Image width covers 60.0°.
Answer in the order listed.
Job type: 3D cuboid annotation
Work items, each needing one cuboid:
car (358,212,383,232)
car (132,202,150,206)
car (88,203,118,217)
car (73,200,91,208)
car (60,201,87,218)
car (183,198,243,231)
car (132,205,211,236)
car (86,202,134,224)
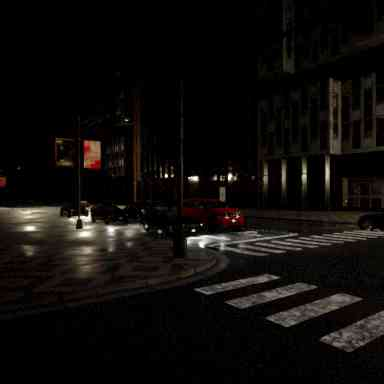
[{"bbox_3d":[12.056,1.543,18.857,1.882,1.535,5.008,0,-1,-36],"label":"car"},{"bbox_3d":[-4.635,1.716,30.653,2.097,1.767,4.553,0,-1,-36],"label":"car"},{"bbox_3d":[-10.421,2.024,38.736,1.812,1.442,4.674,0,-1,-35],"label":"car"},{"bbox_3d":[-22.027,2.406,66.420,2.033,1.411,5.357,0,-1,-36],"label":"car"},{"bbox_3d":[-13.067,1.867,36.851,2.097,1.767,4.553,0,-1,-36],"label":"car"},{"bbox_3d":[1.023,1.455,22.790,2.150,2.045,5.566,0,-1,-34],"label":"car"},{"bbox_3d":[-1.461,1.793,20.632,2.033,1.411,5.357,0,-1,-36],"label":"car"},{"bbox_3d":[-7.154,1.855,28.581,1.882,1.535,5.008,0,-1,-36],"label":"car"}]
